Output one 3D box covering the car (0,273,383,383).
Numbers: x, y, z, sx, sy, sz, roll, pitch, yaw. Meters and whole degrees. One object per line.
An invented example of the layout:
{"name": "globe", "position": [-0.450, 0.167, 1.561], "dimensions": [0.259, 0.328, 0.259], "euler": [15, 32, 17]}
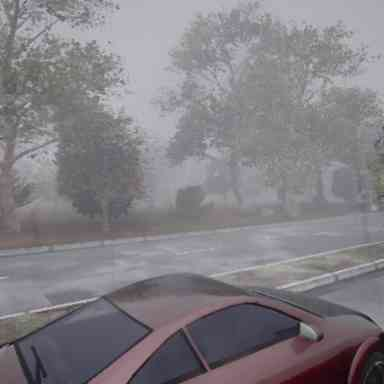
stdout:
{"name": "car", "position": [0.166, 1.551, 3.250], "dimensions": [4.181, 1.385, 1.994], "euler": [0, 0, -35]}
